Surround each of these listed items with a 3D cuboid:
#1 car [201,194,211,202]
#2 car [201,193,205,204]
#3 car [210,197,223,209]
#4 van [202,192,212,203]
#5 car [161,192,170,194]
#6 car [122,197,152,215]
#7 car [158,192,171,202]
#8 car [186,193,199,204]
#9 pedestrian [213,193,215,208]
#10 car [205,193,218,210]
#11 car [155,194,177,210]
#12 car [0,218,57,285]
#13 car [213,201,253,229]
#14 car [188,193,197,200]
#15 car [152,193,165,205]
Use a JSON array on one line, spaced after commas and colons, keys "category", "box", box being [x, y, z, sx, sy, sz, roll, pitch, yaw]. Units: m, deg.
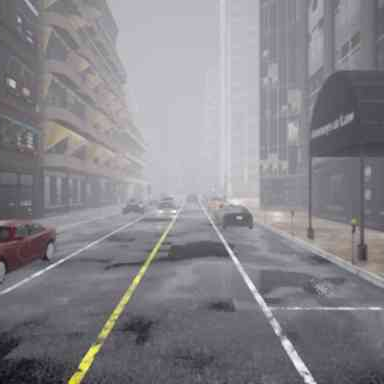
[{"category": "car", "box": [2.638, 1.148, 64.721, 1.752, 1.417, 4.829, 0, 0, 0]}, {"category": "car", "box": [2.626, 1.201, 53.651, 1.752, 1.417, 4.829, 0, 0, 0]}, {"category": "car", "box": [2.598, 1.357, 25.972, 1.752, 1.417, 4.829, 0, 0, 0]}, {"category": "van", "box": [2.633, 0.990, 59.014, 1.690, 1.788, 3.998, 0, 0, 0]}, {"category": "car", "box": [-5.247, 1.090, 59.017, 1.967, 1.590, 4.097, 0, 0, 0]}, {"category": "car", "box": [-5.276, 1.240, 31.337, 1.967, 1.590, 4.097, 0, 0, 0]}, {"category": "car", "box": [-5.241, 0.938, 64.552, 2.192, 1.841, 5.009, 0, 0, 0]}, {"category": "car", "box": [0.086, 1.015, 56.167, 2.097, 1.767, 4.553, 0, 0, 1]}, {"category": "pedestrian", "box": [2.794, 1.032, 42.136, 0.375, 1.860, 0.375, 0, 0, 0]}, {"category": "car", "box": [2.791, 1.210, 39.137, 1.801, 1.575, 5.366, 0, 0, 0]}, {"category": "car", "box": [-2.803, 1.266, 38.376, 1.837, 1.490, 4.892, 0, 0, 0]}, {"category": "car", "box": [-5.300, 1.481, 9.195, 1.887, 1.381, 4.507, 0, 0, 0]}, {"category": "car", "box": [2.591, 1.431, 20.266, 1.947, 1.339, 4.313, 0, 0, 0]}, {"category": "car", "box": [0.074, 0.936, 70.286, 1.812, 1.442, 4.674, 0, 0, 0]}, {"category": "car", "box": [-5.260, 1.257, 47.947, 2.008, 1.369, 4.403, 0, 0, 0]}]
